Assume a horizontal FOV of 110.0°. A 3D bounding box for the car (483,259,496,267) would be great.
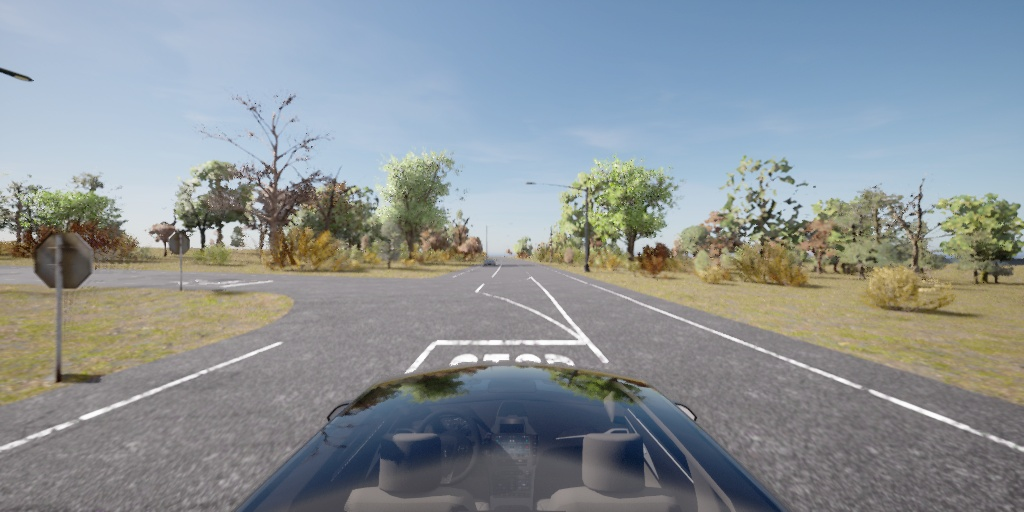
[{"bbox_3d":[-3.740,1.113,59.832,1.994,1.385,4.181,0,0,-1],"label":"car"}]
